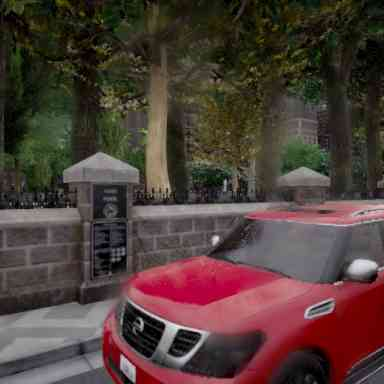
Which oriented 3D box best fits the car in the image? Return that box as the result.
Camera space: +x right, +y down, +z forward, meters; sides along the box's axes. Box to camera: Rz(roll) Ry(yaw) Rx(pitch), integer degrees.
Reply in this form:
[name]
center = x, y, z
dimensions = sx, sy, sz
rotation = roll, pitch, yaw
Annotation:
[car]
center = 1.672, 1.221, 4.583
dimensions = 5.566, 2.045, 2.150
rotation = 0, 0, -36
